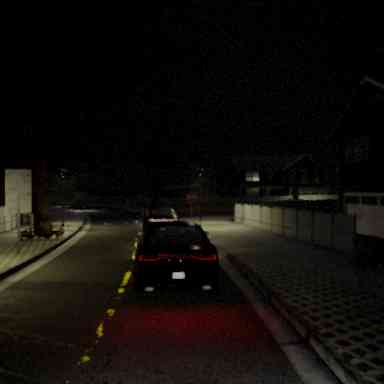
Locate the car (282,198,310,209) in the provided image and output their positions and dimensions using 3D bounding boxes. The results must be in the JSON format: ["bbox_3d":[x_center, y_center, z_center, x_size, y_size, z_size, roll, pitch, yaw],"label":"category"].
[{"bbox_3d":[11.153,1.423,37.187,5.357,1.411,2.033,-1,0,-14],"label":"car"}]

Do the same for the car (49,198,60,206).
[{"bbox_3d":[-25.197,1.770,59.442,1.812,1.442,4.674,0,0,-41],"label":"car"}]

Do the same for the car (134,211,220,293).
[{"bbox_3d":[-0.478,1.518,9.050,1.882,1.535,5.008,0,0,-5],"label":"car"}]

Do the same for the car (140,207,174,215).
[{"bbox_3d":[-1.782,1.567,18.327,2.128,1.511,4.902,0,0,-10],"label":"car"}]

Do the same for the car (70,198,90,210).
[{"bbox_3d":[-15.586,1.680,46.140,1.837,1.490,4.892,0,0,-32],"label":"car"}]
